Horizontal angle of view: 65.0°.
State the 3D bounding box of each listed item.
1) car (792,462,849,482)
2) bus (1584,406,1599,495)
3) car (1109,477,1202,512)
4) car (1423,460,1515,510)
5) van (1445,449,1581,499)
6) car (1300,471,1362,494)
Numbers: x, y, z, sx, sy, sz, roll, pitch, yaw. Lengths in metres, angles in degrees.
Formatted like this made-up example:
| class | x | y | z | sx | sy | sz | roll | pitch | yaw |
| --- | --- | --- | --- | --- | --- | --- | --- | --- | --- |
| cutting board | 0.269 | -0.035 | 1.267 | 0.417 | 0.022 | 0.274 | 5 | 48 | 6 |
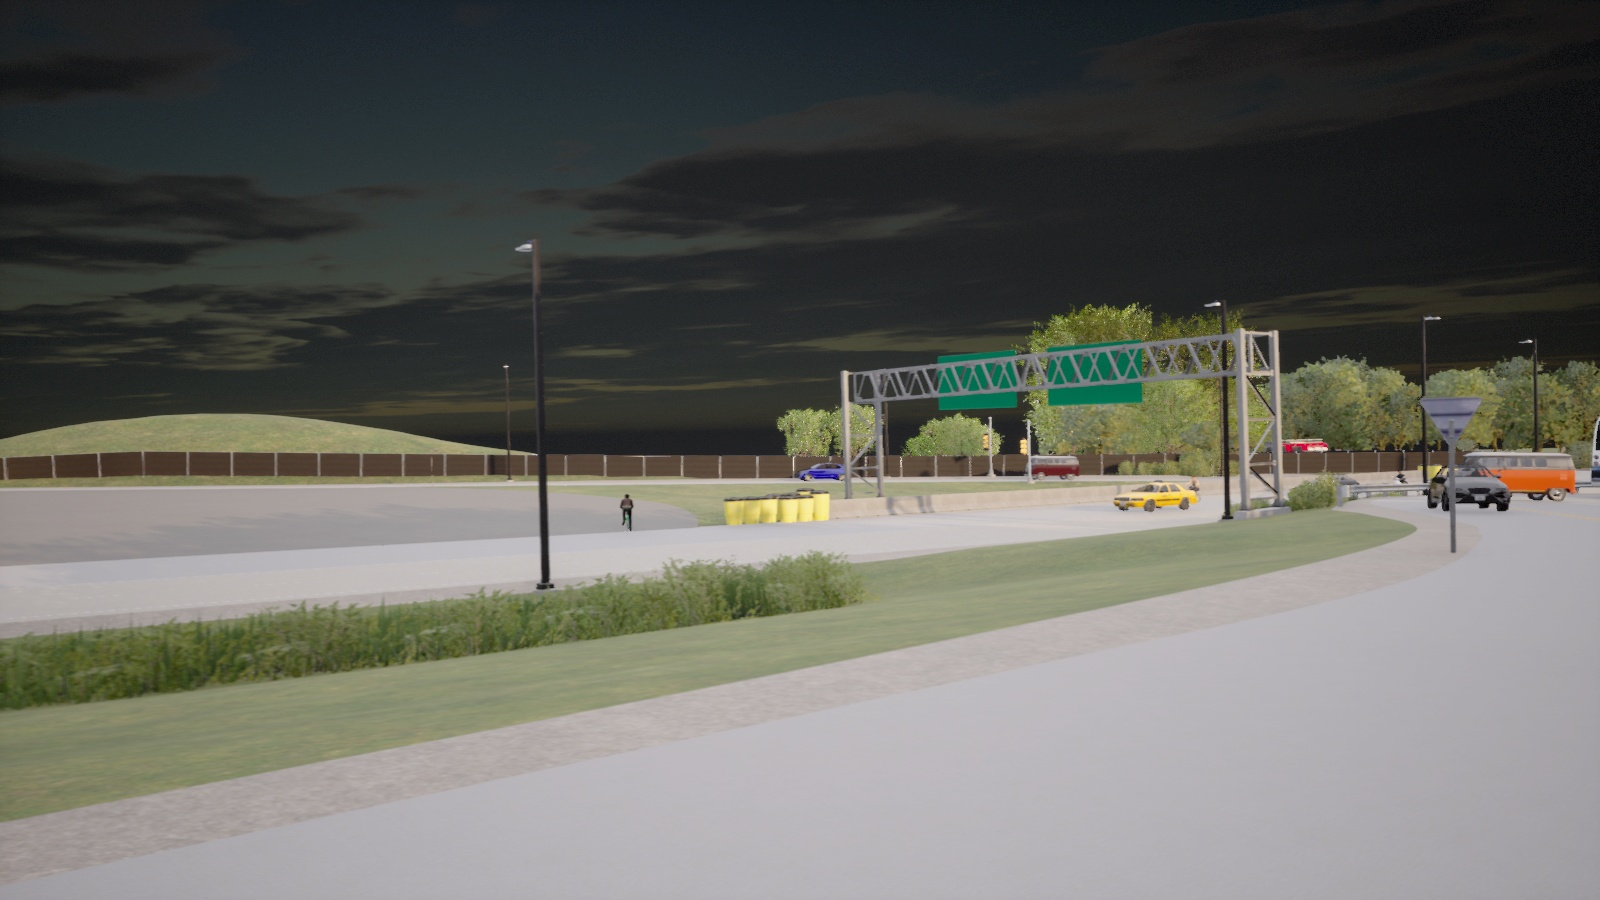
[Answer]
| class | x | y | z | sx | sy | sz | roll | pitch | yaw |
| --- | --- | --- | --- | --- | --- | --- | --- | --- | --- |
| car | 1.638 | 1.765 | 99.269 | 4.193 | 1.474 | 1.816 | 0 | 1 | -11 |
| bus | 43.522 | 0.149 | 61.046 | 10.273 | 4.253 | 3.944 | 1 | 1 | -23 |
| car | 18.376 | 2.258 | 64.798 | 5.366 | 1.575 | 1.801 | -1 | 0 | -38 |
| car | 20.899 | 1.088 | 39.388 | 1.816 | 1.474 | 4.193 | -1 | -1 | 18 |
| van | 28.886 | 0.966 | 50.964 | 4.442 | 1.987 | 1.775 | 0 | -1 | 1 |
| car | 34.724 | 2.113 | 82.097 | 4.181 | 1.385 | 1.994 | -1 | 0 | -38 |
